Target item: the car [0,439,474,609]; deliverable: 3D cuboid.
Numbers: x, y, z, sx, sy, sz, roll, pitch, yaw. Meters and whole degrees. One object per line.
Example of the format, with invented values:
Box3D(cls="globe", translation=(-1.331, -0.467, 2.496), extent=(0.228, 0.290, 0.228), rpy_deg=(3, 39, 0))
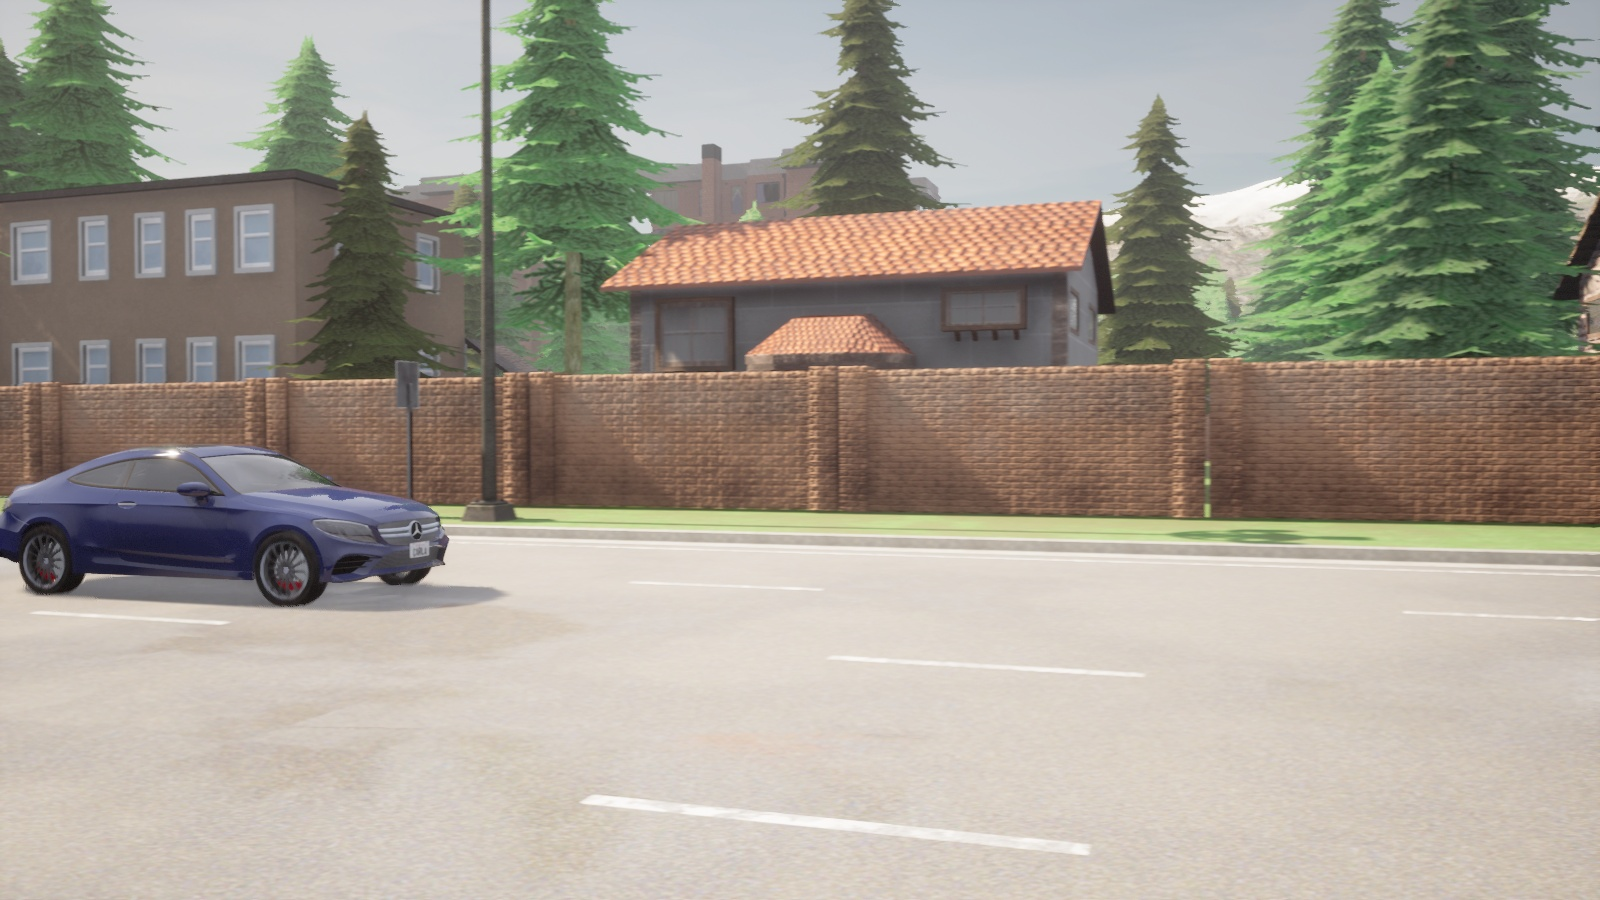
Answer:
Box3D(cls="car", translation=(-5.781, 0.630, 12.524), extent=(4.674, 1.442, 1.812), rpy_deg=(1, 1, 19))
